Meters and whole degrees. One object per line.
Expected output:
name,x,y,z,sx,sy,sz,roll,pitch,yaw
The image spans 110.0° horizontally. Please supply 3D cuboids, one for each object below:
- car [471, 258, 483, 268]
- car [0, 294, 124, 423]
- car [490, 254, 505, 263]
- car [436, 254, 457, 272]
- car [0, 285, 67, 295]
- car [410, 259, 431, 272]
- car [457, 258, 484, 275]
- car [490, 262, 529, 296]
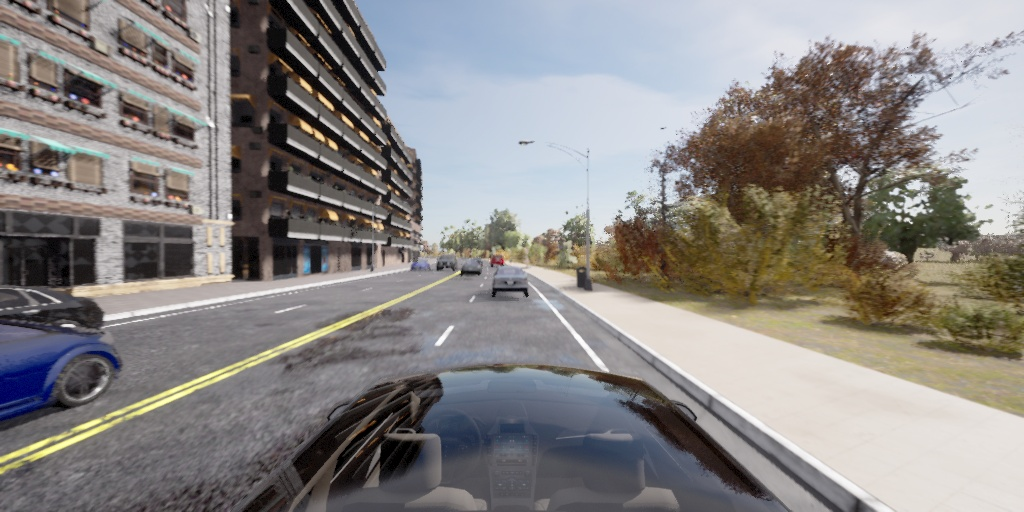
car,-5.653,1.030,58.403,1.837,1.490,4.892,0,1,-5
car,-6.608,1.319,3.385,1.994,1.385,4.181,0,0,0
car,-2.433,0.734,58.956,2.150,2.045,5.566,0,0,-5
car,-7.944,0.816,44.176,2.150,2.045,5.566,0,0,-3
car,-9.867,1.259,5.781,1.837,1.490,4.892,0,0,0
car,-11.192,1.128,44.003,1.812,1.442,4.674,0,0,-3
car,-4.063,1.185,36.222,1.994,1.385,4.181,0,0,-3
car,-0.134,1.232,18.746,2.033,1.411,5.357,0,0,-1
